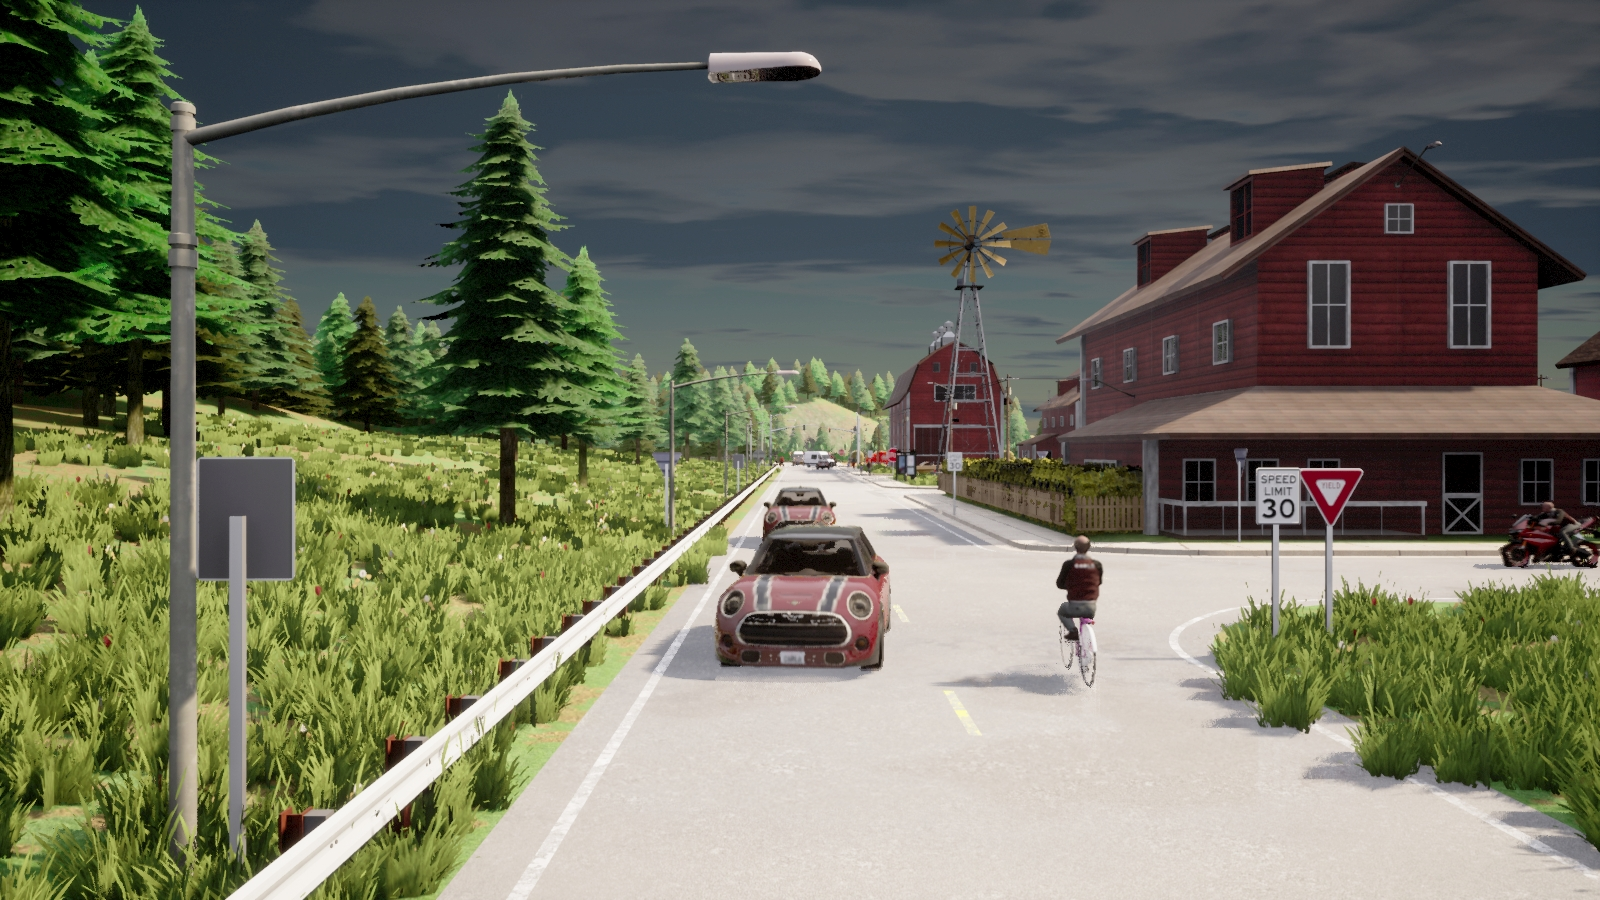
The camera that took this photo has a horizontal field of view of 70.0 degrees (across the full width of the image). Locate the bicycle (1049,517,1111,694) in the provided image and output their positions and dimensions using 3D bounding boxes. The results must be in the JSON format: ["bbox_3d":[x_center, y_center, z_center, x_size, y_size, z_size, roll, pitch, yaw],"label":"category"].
[{"bbox_3d":[3.411,1.836,14.036,0.329,1.919,1.835,0,0,1],"label":"bicycle"}]

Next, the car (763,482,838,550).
[{"bbox_3d":[0.038,1.906,34.151,2.097,1.767,4.553,0,0,1],"label":"car"}]

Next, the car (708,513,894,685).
[{"bbox_3d":[0.191,1.901,15.973,2.097,1.767,4.553,0,0,7],"label":"car"}]

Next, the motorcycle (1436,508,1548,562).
[{"bbox_3d":[16.884,2.065,27.928,2.209,1.251,0.867,0,0,0],"label":"motorcycle"}]
